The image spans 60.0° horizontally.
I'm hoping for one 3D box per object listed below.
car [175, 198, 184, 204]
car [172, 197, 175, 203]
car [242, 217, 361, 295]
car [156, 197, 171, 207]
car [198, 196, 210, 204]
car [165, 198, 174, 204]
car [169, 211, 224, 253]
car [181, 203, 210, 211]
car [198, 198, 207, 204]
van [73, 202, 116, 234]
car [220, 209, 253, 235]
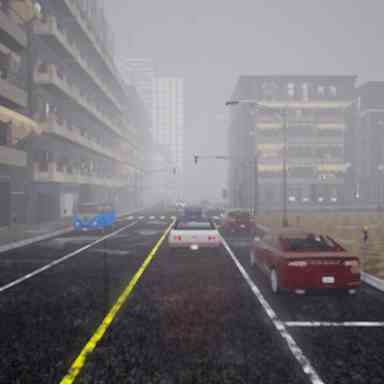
[{"bbox_3d":[-3.036,2.189,82.649,1.994,1.385,4.181,0,0,0],"label":"car"},{"bbox_3d":[-5.734,2.054,79.880,1.967,1.590,4.097,-1,0,0],"label":"car"},{"bbox_3d":[2.679,1.608,8.773,1.887,1.381,4.507,0,0,0],"label":"car"},{"bbox_3d":[-5.725,2.029,63.296,2.008,1.369,4.403,-1,0,0],"label":"car"},{"bbox_3d":[2.652,1.963,68.823,1.967,1.590,4.097,-1,0,0],"label":"car"},{"bbox_3d":[-5.735,2.242,85.407,1.802,1.307,4.206,-1,0,0],"label":"car"},{"bbox_3d":[0.094,1.702,14.117,1.895,1.301,4.718,0,0,0],"label":"car"},{"bbox_3d":[0.087,1.746,24.968,1.994,1.385,4.181,0,0,0],"label":"car"},{"bbox_3d":[2.646,2.211,85.405,2.008,1.369,4.403,-1,0,0],"label":"car"},{"bbox_3d":[-5.708,1.485,19.823,1.690,1.788,3.998,0,0,0],"label":"van"},{"bbox_3d":[2.674,1.688,19.824,1.887,1.381,4.507,0,0,0],"label":"car"}]
